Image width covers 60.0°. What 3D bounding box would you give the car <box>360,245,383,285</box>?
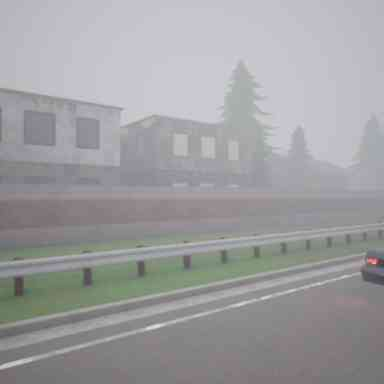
[{"bbox_3d":[6.345,1.599,8.310,5.357,1.411,2.033,0,0,-35],"label":"car"}]
